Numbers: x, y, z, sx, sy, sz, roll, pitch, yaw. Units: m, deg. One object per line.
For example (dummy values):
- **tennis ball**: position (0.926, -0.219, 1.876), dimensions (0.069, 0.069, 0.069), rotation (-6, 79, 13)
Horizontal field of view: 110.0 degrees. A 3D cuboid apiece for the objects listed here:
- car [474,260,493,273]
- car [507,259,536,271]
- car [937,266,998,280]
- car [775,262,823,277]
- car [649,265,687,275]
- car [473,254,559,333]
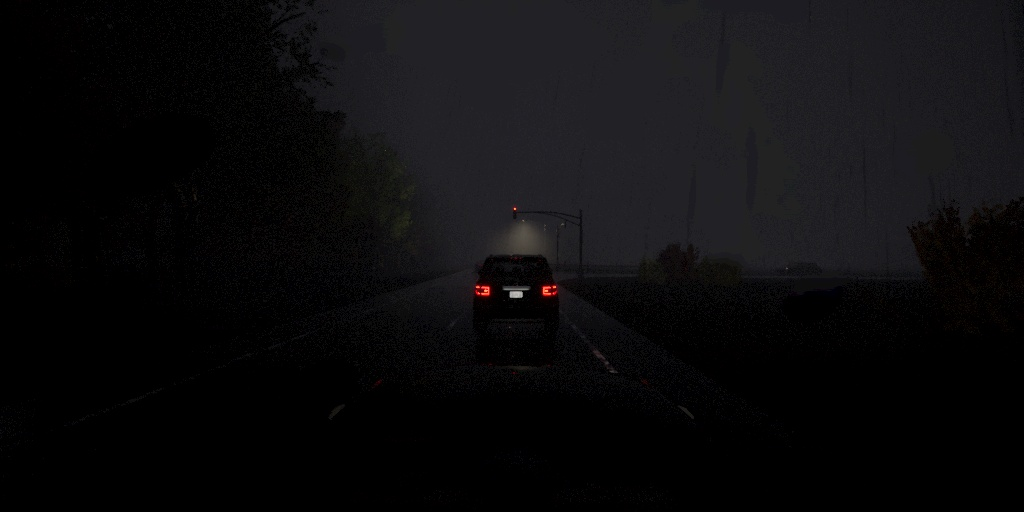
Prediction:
- **car**: position (-3.400, 1.236, 43.792), dimensions (1.882, 1.535, 5.008), rotation (0, 0, 0)
- **car**: position (1.248, 1.246, 50.076), dimensions (2.128, 1.511, 4.902), rotation (-1, 0, -26)
- **car**: position (48.515, 1.826, 38.478), dimensions (5.357, 1.411, 2.033), rotation (1, -1, 0)
- **car**: position (33.604, 1.528, 42.144), dimensions (4.553, 1.767, 2.097), rotation (1, -1, 0)
- **car**: position (18.135, 1.533, 42.228), dimensions (4.674, 1.442, 1.812), rotation (1, -1, 1)
- **car**: position (0.101, 0.974, 10.882), dimensions (2.150, 2.045, 5.566), rotation (0, 0, 0)
